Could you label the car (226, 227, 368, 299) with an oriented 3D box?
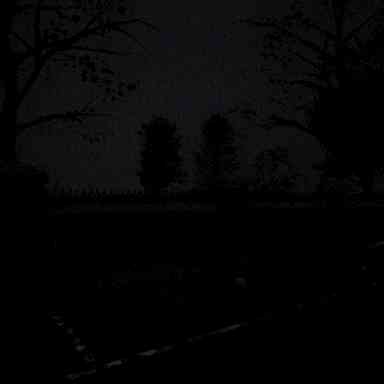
[{"bbox_3d":[2.853,1.616,8.593,4.313,1.339,1.947,0,0,-35],"label":"car"}]
